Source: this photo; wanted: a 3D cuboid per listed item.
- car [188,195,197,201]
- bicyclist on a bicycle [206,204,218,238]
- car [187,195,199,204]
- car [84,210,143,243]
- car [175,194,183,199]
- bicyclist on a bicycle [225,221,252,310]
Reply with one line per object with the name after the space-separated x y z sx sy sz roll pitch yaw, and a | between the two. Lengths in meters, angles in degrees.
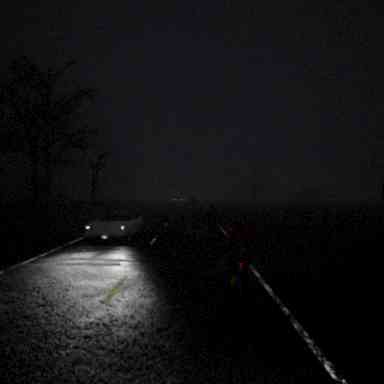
0.052 1.317 73.672 1.994 1.385 4.181 0 0 0 | car
0.975 1.405 15.996 0.582 1.620 1.656 0 0 0 | bicyclist on a bicycle
0.140 1.370 56.705 2.033 1.411 5.357 0 0 0 | car
-3.588 1.553 15.913 1.895 1.301 4.718 0 0 0 | car
-3.437 1.235 89.190 1.812 1.442 4.674 0 0 0 | car
0.968 1.432 6.843 0.582 1.620 1.656 0 0 0 | bicyclist on a bicycle
